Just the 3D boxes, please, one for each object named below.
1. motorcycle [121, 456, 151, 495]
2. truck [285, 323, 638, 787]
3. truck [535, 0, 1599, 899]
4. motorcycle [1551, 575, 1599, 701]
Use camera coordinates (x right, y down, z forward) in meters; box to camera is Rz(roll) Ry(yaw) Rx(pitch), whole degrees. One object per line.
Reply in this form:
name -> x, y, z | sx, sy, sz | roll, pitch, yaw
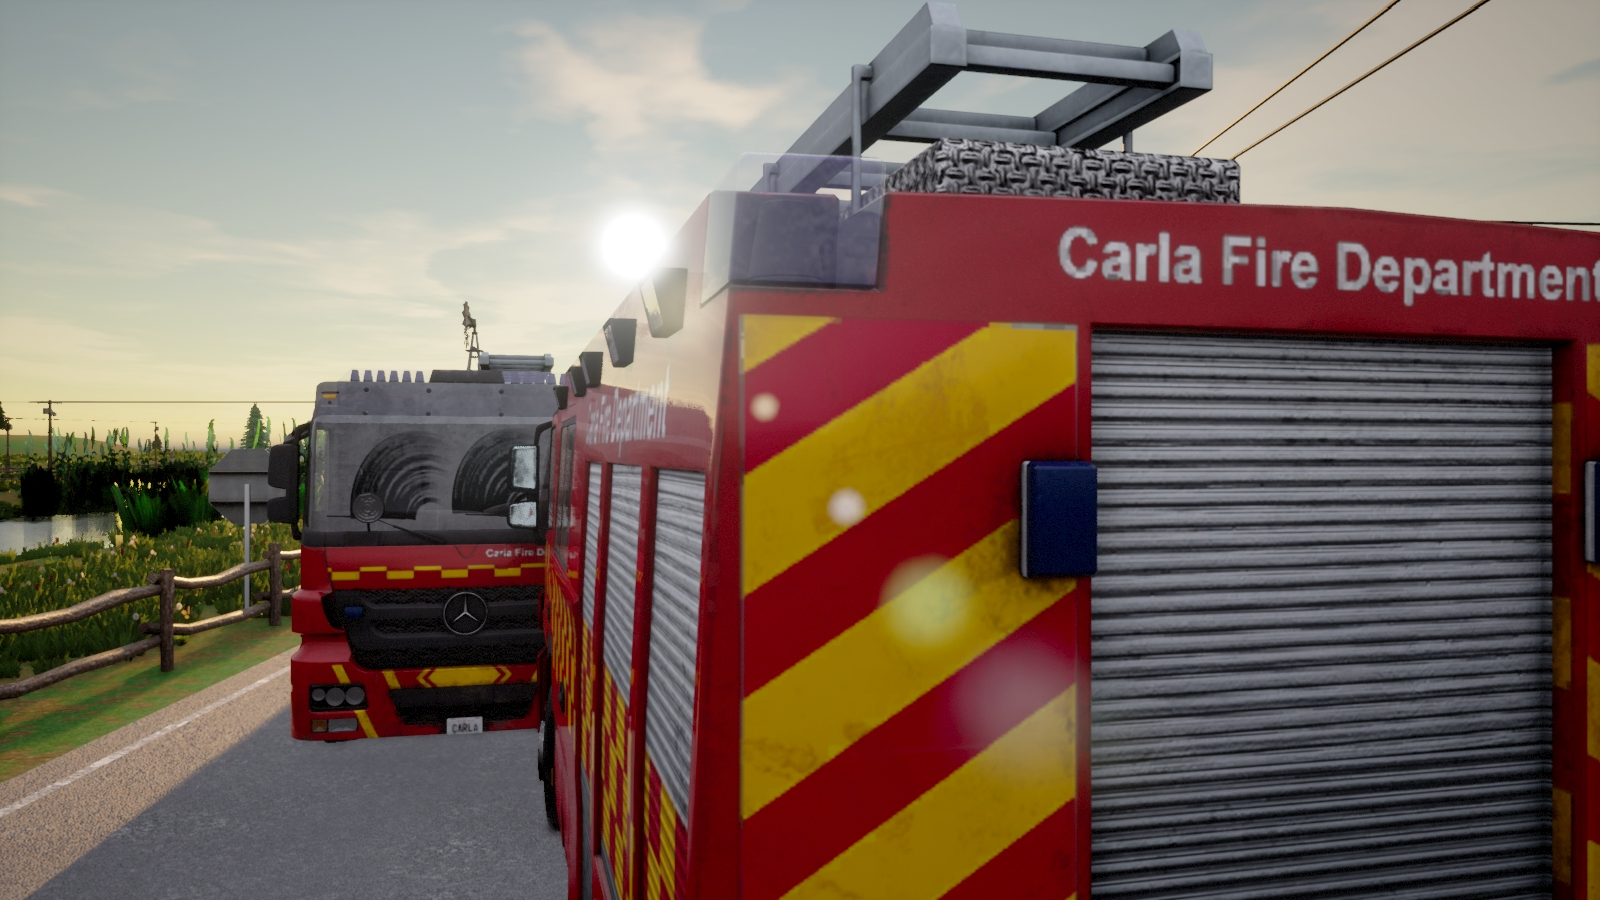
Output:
motorcycle -> -41.331, 1.576, 71.182 | 0.803, 2.348, 2.033 | 0, 0, -4
truck -> -3.910, 0.862, 13.877 | 2.891, 3.827, 8.468 | 0, 0, -15
truck -> 0.017, 0.867, 6.869 | 2.891, 3.827, 8.468 | 0, 0, -15
motorcycle -> 9.787, 2.142, 13.127 | 1.805, 1.316, 0.856 | 0, 0, -7
